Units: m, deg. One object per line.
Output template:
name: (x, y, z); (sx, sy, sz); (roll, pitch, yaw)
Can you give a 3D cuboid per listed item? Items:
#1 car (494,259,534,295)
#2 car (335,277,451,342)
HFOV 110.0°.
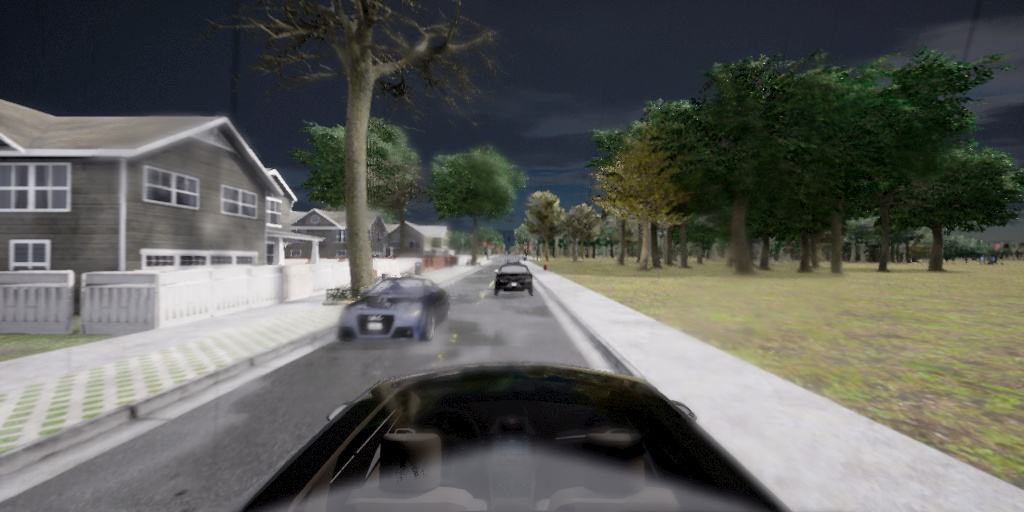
car: (0.105, 1.128, 18.844); (1.882, 1.535, 5.008); (0, 0, 0)
car: (-2.850, 1.270, 9.475); (1.994, 1.385, 4.181); (0, 0, 0)
